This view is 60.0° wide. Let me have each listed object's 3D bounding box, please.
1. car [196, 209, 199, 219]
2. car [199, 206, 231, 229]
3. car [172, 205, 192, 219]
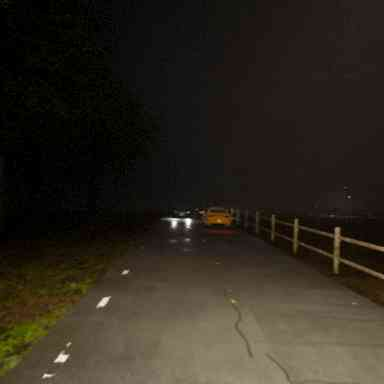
[{"bbox_3d":[1.522,2.310,38.150,2.033,1.411,5.357,3,-2,0],"label":"car"},{"bbox_3d":[1.878,1.950,26.216,1.882,1.535,5.008,3,-1,-2],"label":"car"},{"bbox_3d":[-1.065,2.120,36.671,1.812,1.442,4.674,3,-2,0],"label":"car"}]
